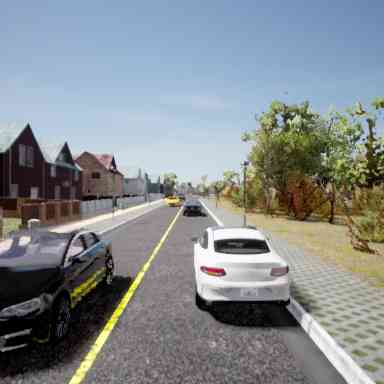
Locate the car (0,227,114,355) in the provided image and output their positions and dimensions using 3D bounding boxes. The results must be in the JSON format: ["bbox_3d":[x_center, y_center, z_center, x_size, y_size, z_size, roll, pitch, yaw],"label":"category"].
[{"bbox_3d":[-2.851,1.492,6.454,2.128,1.511,4.902,0,0,0],"label":"car"}]

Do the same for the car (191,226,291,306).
[{"bbox_3d":[0.960,1.525,7.885,1.812,1.442,4.674,0,0,0],"label":"car"}]

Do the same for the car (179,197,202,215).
[{"bbox_3d":[0.050,1.542,33.224,2.033,1.411,5.357,0,0,0],"label":"car"}]

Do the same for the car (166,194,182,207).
[{"bbox_3d":[-2.847,1.466,50.002,1.882,1.535,5.008,0,0,0],"label":"car"}]

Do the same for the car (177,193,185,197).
[{"bbox_3d":[-2.754,1.194,80.651,2.150,2.045,5.566,0,0,0],"label":"car"}]
